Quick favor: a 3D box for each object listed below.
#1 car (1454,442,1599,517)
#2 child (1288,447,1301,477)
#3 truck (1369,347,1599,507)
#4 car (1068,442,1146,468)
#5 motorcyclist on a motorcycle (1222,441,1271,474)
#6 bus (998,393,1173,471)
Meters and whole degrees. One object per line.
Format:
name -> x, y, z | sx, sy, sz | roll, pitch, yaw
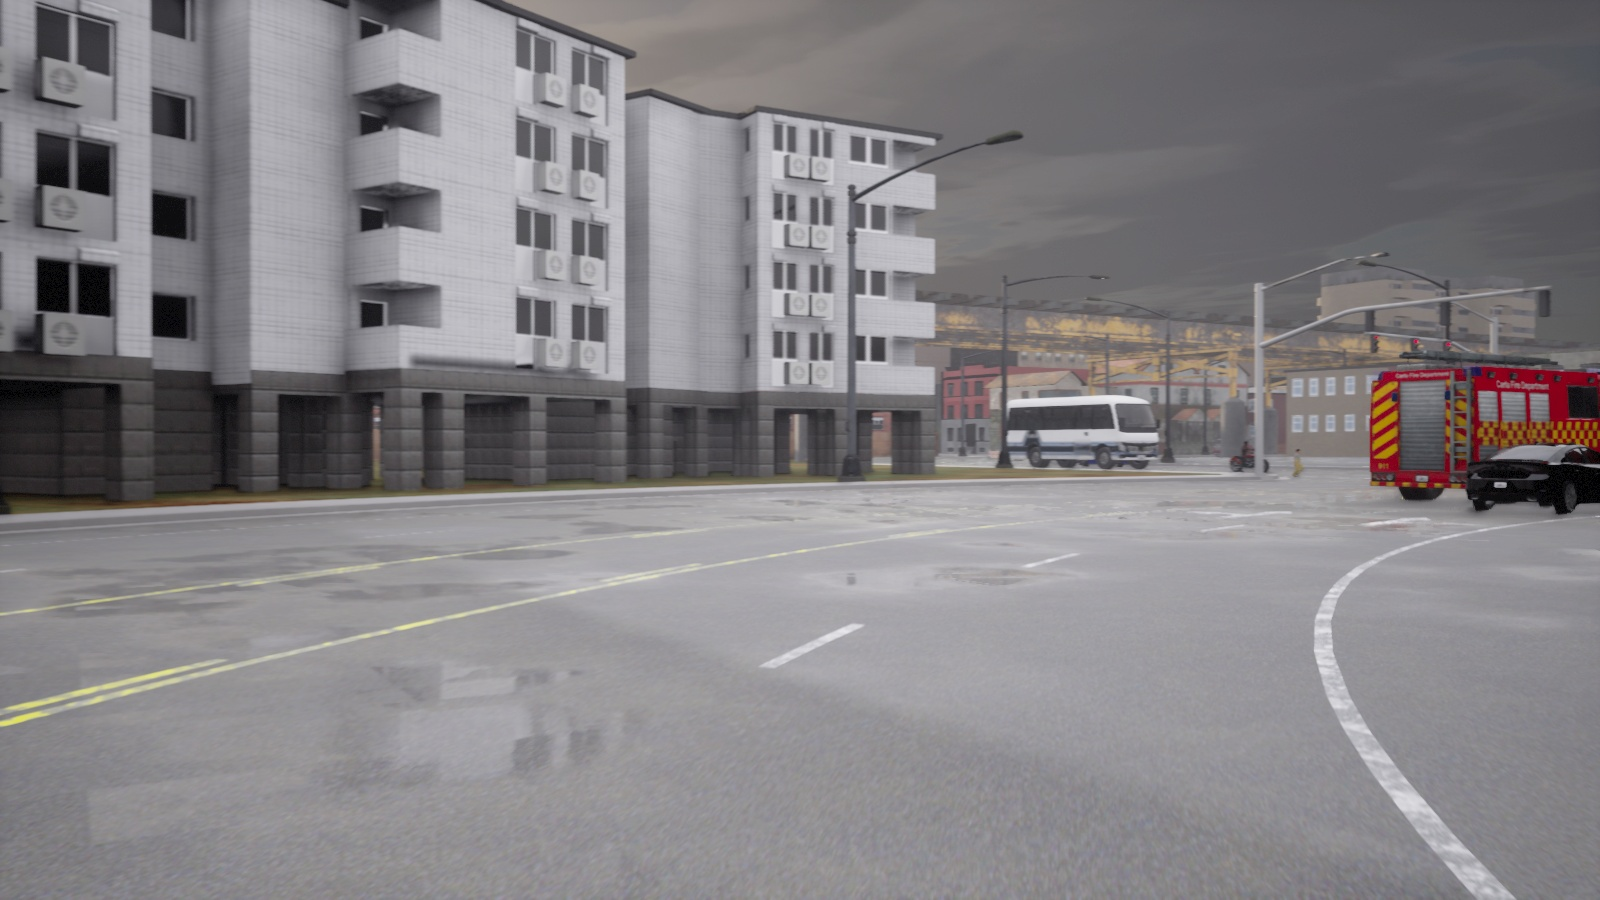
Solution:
car -> 16.756, 0.601, 27.938 | 5.008, 1.535, 1.882 | 0, 0, -36
child -> 20.892, 0.509, 53.067 | 0.270, 1.263, 0.437 | 0, 0, -33
truck -> 19.105, -0.568, 33.569 | 8.468, 3.827, 2.891 | 0, 0, -32
car -> 18.800, 0.297, 77.019 | 2.007, 1.525, 4.514 | 0, 0, -32
motorcyclist on a motorcycle -> 22.750, 0.382, 64.001 | 0.766, 1.649, 2.350 | 0, 1, -32
bus -> 16.572, -1.013, 73.893 | 3.944, 4.253, 10.273 | 0, 0, -32
